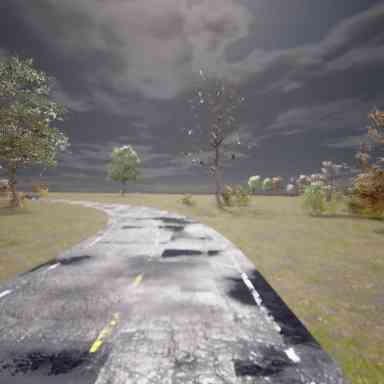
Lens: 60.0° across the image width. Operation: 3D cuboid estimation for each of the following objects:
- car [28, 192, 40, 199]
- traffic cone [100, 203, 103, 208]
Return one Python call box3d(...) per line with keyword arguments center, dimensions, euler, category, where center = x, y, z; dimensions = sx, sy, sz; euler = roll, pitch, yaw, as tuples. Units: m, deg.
box3d(center=(-35.640, 0.722, 73.651), dimensions=(4.553, 1.767, 2.097), euler=(1, 0, 34), category="car")
box3d(center=(-11.757, 1.750, 43.290), dimensions=(0.340, 0.580, 0.340), euler=(0, 0, -26), category="traffic cone")
